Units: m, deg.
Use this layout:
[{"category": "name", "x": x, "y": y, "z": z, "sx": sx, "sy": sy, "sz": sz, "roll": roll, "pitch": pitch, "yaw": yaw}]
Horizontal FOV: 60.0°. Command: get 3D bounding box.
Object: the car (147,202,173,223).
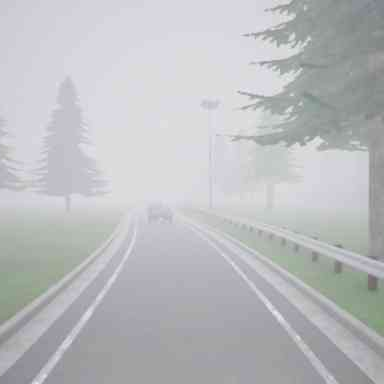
[{"category": "car", "x": -2.628, "y": 1.709, "z": 26.731, "sx": 1.895, "sy": 1.301, "sz": 4.718, "roll": 0, "pitch": 0, "yaw": -8}]
